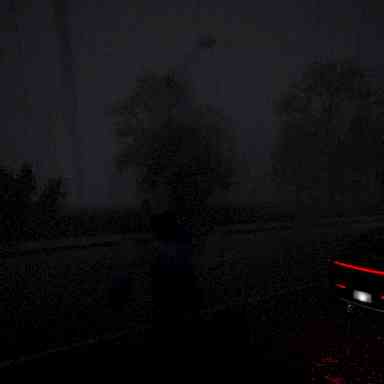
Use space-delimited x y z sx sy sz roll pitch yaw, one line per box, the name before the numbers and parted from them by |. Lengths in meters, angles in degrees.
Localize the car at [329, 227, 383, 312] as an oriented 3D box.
car | 4.811 1.414 6.654 4.892 1.490 1.837 -1 0 -32
